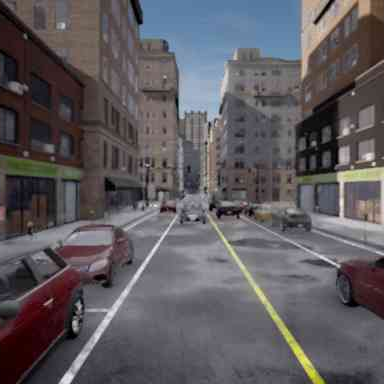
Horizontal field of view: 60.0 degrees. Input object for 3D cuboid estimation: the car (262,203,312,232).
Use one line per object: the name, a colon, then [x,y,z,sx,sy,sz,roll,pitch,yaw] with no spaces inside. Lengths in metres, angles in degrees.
car: [5.919,1.594,20.352,2.008,1.369,4.403,0,0,0]

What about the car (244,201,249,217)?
car: [5.955,1.617,31.524,1.947,1.339,4.313,0,0,0]

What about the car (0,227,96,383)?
car: [-2.673,1.435,3.620,1.967,1.590,4.097,0,0,0]

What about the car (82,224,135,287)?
car: [-2.656,1.584,9.206,1.802,1.307,4.206,0,0,0]

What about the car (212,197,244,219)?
car: [3.126,1.518,29.885,1.882,1.535,5.008,0,0,1]

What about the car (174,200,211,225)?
car: [0.066,1.517,24.481,2.128,1.511,4.902,0,0,0]

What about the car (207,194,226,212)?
car: [3.114,1.269,40.018,2.150,2.045,5.566,0,0,0]

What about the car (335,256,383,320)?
car: [3.908,1.547,5.071,1.812,1.442,4.674,0,0,0]

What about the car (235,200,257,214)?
car: [5.973,1.637,37.110,1.802,1.307,4.206,0,0,0]

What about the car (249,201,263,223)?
car: [5.937,1.573,26.108,1.752,1.417,4.829,0,0,0]

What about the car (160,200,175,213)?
car: [-2.572,1.570,37.134,1.887,1.381,4.507,0,0,0]
